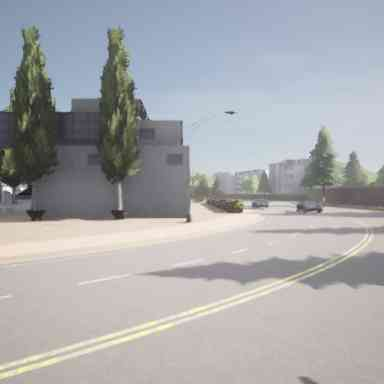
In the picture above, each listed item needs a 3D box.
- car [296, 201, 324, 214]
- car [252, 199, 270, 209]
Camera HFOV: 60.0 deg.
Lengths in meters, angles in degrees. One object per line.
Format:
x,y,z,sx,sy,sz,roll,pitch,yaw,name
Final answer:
13.574,1.735,38.779,2.033,1.411,5.357,0,0,3,car
10.134,1.775,49.237,1.837,1.490,4.892,0,-1,-1,car
